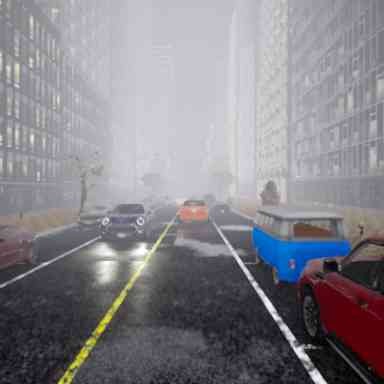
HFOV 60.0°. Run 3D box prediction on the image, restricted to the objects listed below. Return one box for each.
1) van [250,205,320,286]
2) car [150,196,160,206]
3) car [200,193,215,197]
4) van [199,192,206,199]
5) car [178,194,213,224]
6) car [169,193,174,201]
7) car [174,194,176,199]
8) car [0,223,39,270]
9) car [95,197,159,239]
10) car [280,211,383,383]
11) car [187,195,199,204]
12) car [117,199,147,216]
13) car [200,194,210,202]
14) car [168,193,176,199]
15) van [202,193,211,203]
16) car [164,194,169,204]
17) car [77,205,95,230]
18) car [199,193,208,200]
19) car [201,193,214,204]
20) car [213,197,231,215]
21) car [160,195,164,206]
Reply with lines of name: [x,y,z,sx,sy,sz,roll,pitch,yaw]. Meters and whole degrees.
van: [2.695,1.312,9.015,1.690,1.788,3.998,-1,0,0]
car: [-5.626,1.435,43.131,1.802,1.307,4.206,-1,0,0]
car: [2.771,1.132,54.484,2.192,1.841,5.009,-1,0,0]
van: [2.829,1.038,88.585,1.690,1.788,3.998,-1,0,0]
car: [0.141,1.272,24.021,2.097,1.767,4.553,0,0,0]
car: [-5.578,1.321,71.550,1.947,1.339,4.313,-1,0,0]
car: [-5.559,1.266,82.917,2.008,1.369,4.403,-1,0,0]
car: [-5.684,1.550,9.030,1.802,1.307,4.206,-1,0,0]
car: [-3.061,1.295,16.719,2.097,1.767,4.553,0,0,0]
car: [2.684,1.304,3.331,2.192,1.841,5.009,-1,0,0]
car: [0.203,1.358,60.709,1.994,1.385,4.181,0,0,0]
car: [-5.645,1.443,31.764,2.008,1.369,4.403,-1,0,0]
car: [2.802,1.198,71.535,1.967,1.590,4.097,-1,0,0]
car: [-5.540,1.115,94.284,1.967,1.590,4.097,-1,0,0]
van: [2.791,1.119,65.851,1.690,1.788,3.998,-1,0,0]
car: [-5.597,1.321,60.012,1.752,1.417,4.829,-1,0,0]
car: [-5.665,1.481,20.397,2.008,1.369,4.403,-1,0,0]
car: [2.820,1.158,82.902,1.967,1.590,4.097,-1,0,0]
car: [2.781,1.112,60.168,2.192,1.841,5.009,-1,0,0]
car: [2.735,1.445,31.749,2.008,1.369,4.403,-1,0,0]
car: [-5.617,1.274,48.814,1.967,1.590,4.097,-1,0,0]
